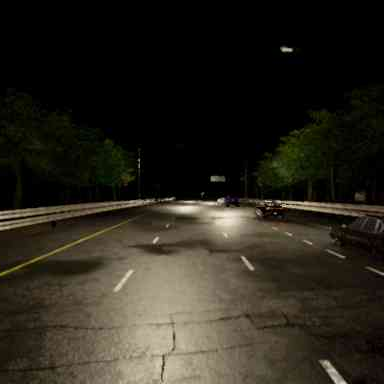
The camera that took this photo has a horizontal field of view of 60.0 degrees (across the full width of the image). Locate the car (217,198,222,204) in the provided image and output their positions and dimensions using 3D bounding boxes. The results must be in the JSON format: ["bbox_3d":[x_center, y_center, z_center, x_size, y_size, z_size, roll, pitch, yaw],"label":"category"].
[{"bbox_3d":[7.452,2.331,85.070,1.812,1.442,4.674,0,-1,1],"label":"car"}]

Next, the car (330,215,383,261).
[{"bbox_3d":[7.017,1.574,12.311,2.033,1.411,5.357,0,0,0],"label":"car"}]

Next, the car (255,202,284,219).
[{"bbox_3d":[7.072,1.633,30.573,2.128,1.511,4.902,0,0,0],"label":"car"}]

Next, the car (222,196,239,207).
[{"bbox_3d":[7.243,1.716,60.987,2.150,2.045,5.566,0,-1,0],"label":"car"}]
